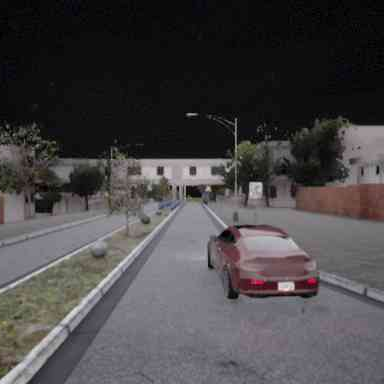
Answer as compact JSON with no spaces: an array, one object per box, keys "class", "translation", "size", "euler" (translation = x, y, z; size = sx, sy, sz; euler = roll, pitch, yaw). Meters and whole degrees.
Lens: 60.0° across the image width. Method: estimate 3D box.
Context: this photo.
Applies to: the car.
[{"class":"car","translation":[1.505,1.530,8.303],"size":[1.812,1.442,4.674],"euler":[0,0,-5]}]
